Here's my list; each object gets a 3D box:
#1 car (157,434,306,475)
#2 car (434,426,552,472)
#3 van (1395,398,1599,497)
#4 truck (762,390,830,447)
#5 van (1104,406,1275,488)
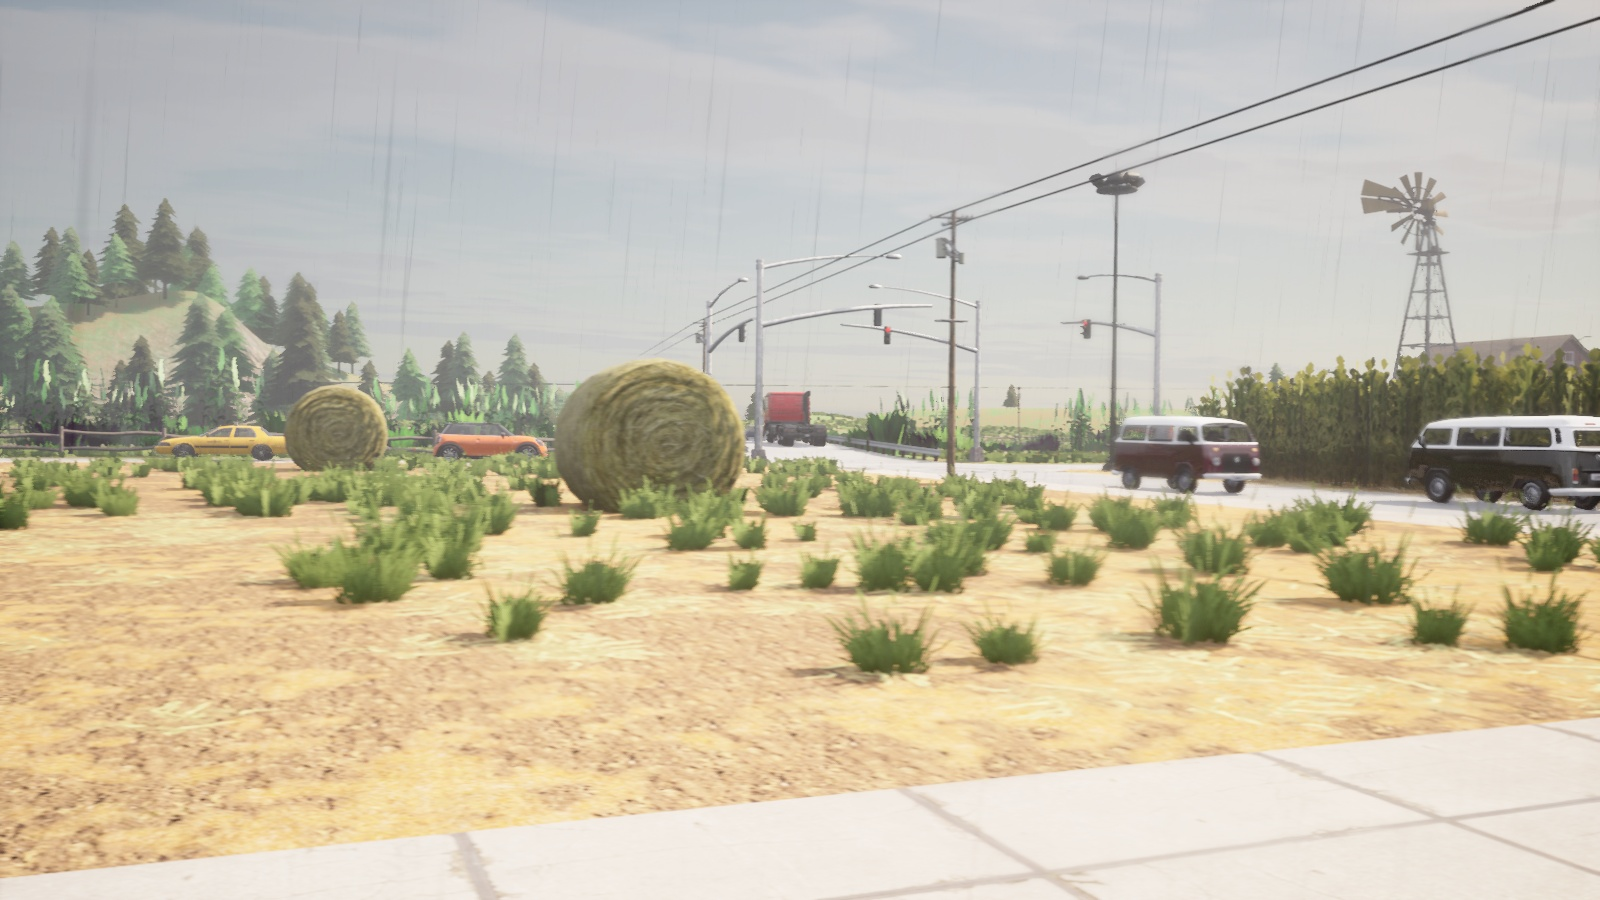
[{"bbox_3d":[-23.338,0.139,51.740,5.366,1.575,1.801,-1,1,-17],"label":"car"},{"bbox_3d":[-12.588,-0.051,51.359,4.553,1.767,2.097,-1,1,-17],"label":"car"},{"bbox_3d":[16.017,-0.087,28.368,2.069,2.038,4.480,-1,1,-20],"label":"van"},{"bbox_3d":[-0.354,-2.090,80.645,2.891,3.462,7.936,-1,2,-12],"label":"truck"},{"bbox_3d":[10.347,-0.113,33.739,2.069,2.038,4.480,-1,1,-20],"label":"van"}]
